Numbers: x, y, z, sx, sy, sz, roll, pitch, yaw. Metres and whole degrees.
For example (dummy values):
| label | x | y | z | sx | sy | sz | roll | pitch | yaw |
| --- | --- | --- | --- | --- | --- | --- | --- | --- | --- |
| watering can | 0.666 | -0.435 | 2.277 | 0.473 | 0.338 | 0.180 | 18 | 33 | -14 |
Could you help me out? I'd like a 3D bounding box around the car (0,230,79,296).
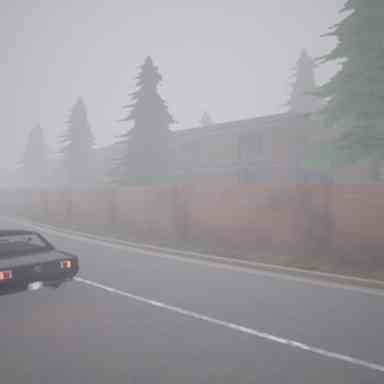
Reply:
| label | x | y | z | sx | sy | sz | roll | pitch | yaw |
| --- | --- | --- | --- | --- | --- | --- | --- | --- | --- |
| car | -4.806 | 1.588 | 8.149 | 4.718 | 1.301 | 1.895 | 0 | 0 | 41 |
